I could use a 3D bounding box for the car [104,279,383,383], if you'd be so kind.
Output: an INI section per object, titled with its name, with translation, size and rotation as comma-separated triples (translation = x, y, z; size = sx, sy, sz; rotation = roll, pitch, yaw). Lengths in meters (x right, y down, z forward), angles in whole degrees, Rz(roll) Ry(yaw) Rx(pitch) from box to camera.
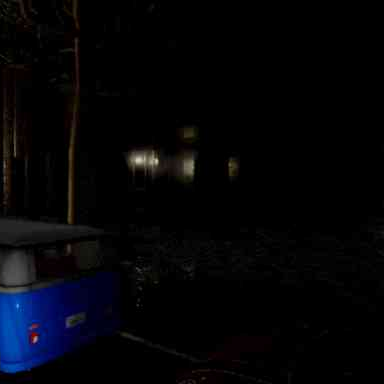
[car]
translation = 1.651, 1.440, 1.903
size = 4.097, 1.590, 1.967
rotation = 0, 0, 36

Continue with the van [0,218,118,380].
[van]
translation = -2.940, 1.340, 5.180
size = 3.998, 1.788, 1.690
rotation = 0, 0, 36
